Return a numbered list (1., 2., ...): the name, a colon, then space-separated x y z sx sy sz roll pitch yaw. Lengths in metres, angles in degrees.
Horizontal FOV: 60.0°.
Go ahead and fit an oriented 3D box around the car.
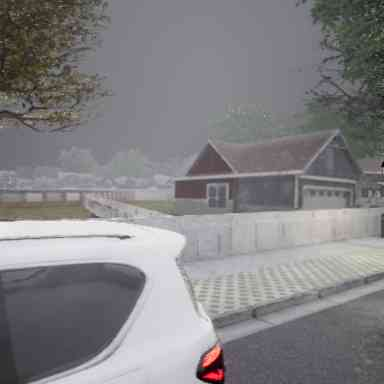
1. car: -2.334 1.218 1.404 5.566 2.045 2.150 1 -1 -36
